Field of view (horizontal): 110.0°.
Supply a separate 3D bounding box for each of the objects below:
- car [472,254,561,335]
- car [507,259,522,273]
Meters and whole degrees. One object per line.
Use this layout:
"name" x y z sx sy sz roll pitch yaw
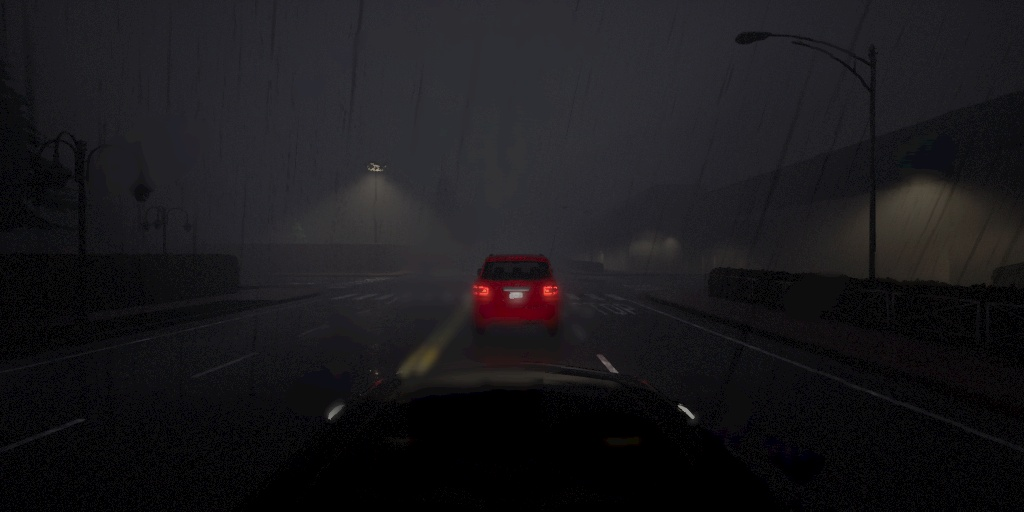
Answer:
"car" 0.118 0.971 10.640 2.150 2.045 5.566 0 0 0
"car" 0.341 1.227 45.718 1.882 1.535 5.008 0 0 1
